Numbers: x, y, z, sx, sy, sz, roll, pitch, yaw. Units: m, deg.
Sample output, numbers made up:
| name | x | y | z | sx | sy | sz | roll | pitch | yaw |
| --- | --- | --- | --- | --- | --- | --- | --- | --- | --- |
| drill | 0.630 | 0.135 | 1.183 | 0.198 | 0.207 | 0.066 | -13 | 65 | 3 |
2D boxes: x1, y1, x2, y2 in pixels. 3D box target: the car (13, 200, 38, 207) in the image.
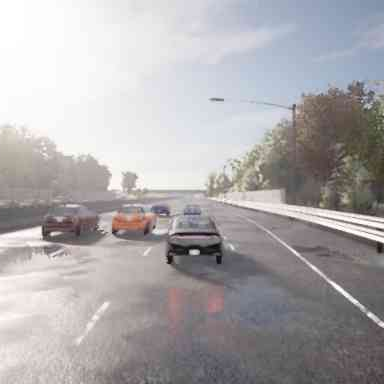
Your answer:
| name | x | y | z | sx | sy | sz | roll | pitch | yaw |
| --- | --- | --- | --- | --- | --- | --- | --- | --- | --- |
| car | -24.693 | 1.989 | 50.797 | 1.837 | 1.490 | 4.892 | 0 | 0 | 0 |

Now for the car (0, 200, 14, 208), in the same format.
| name | x | y | z | sx | sy | sz | roll | pitch | yaw |
| --- | --- | --- | --- | --- | --- | --- | --- | --- | --- |
| car | -28.183 | 1.994 | 50.812 | 1.837 | 1.490 | 4.892 | 0 | -1 | 0 |

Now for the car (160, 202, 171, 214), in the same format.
| name | x | y | z | sx | sy | sz | roll | pitch | yaw |
| --- | --- | --- | --- | --- | --- | --- | --- | --- | --- |
| car | -3.485 | 1.831 | 37.738 | 1.882 | 1.535 | 5.008 | 0 | 0 | 0 |

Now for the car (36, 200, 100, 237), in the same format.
| name | x | y | z | sx | sy | sz | roll | pitch | yaw |
| --- | --- | --- | --- | --- | --- | --- | --- | --- | --- |
| car | -6.944 | 1.529 | 19.542 | 2.097 | 1.767 | 4.553 | 0 | -1 | 0 |

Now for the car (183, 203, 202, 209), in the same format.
| name | x | y | z | sx | sy | sz | roll | pitch | yaw |
| --- | --- | --- | --- | --- | --- | --- | --- | --- | --- |
| car | 0.025 | 1.859 | 33.511 | 2.033 | 1.411 | 5.357 | 0 | -1 | 0 |

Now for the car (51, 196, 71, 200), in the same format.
| name | x | y | z | sx | sy | sz | roll | pitch | yaw |
| --- | --- | --- | --- | --- | --- | --- | --- | --- | --- |
| car | -21.190 | 1.739 | 53.615 | 2.150 | 2.045 | 5.566 | 0 | -1 | 0 |

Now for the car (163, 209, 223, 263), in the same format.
| name | x | y | z | sx | sy | sz | roll | pitch | yaw |
| --- | --- | --- | --- | --- | --- | --- | --- | --- | --- |
| car | 0.072 | 1.603 | 12.369 | 2.128 | 1.511 | 4.902 | 0 | 0 | 0 |

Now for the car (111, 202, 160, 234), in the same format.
| name | x | y | z | sx | sy | sz | roll | pitch | yaw |
| --- | --- | --- | --- | --- | --- | --- | --- | --- | --- |
| car | -3.448 | 1.539 | 20.541 | 2.097 | 1.767 | 4.553 | 0 | -1 | 1 |
